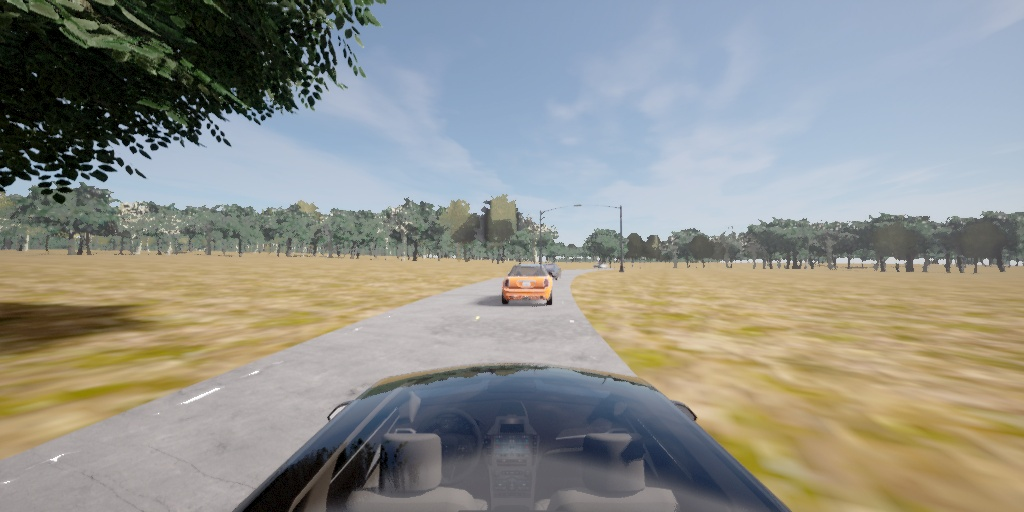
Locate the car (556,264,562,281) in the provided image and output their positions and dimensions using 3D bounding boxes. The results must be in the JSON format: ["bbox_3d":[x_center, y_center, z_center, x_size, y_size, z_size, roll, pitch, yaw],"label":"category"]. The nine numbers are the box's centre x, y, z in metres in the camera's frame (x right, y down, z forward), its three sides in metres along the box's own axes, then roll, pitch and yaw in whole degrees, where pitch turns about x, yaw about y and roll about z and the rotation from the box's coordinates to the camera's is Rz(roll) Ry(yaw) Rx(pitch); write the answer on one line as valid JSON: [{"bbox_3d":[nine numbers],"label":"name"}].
[{"bbox_3d":[3.224,1.347,30.951,2.033,1.411,5.357,-1,0,13],"label":"car"}]

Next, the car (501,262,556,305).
[{"bbox_3d":[0.802,1.130,16.281,2.097,1.767,4.553,0,0,6],"label":"car"}]
